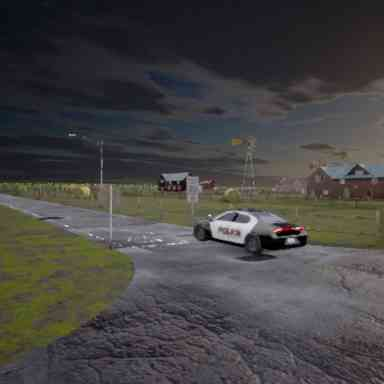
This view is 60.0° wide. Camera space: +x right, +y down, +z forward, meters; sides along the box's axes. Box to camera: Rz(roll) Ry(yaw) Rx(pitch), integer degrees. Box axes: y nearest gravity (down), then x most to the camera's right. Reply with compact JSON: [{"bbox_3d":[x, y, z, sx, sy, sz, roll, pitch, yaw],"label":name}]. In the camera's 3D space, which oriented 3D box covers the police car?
[{"bbox_3d":[1.976,1.409,13.259,2.038,1.542,4.974,1,1,-36],"label":"police car"}]
